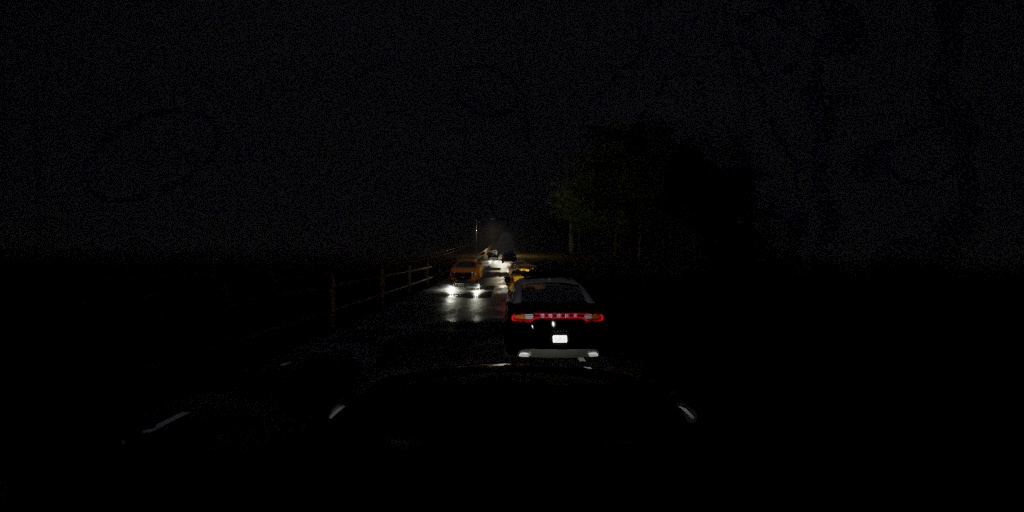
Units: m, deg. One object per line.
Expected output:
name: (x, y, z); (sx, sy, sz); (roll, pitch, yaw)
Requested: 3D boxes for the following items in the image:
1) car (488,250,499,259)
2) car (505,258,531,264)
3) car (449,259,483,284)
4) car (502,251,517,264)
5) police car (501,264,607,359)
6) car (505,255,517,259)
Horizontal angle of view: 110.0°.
car: (-3.385, -0.296, 64.926); (2.128, 1.511, 4.902); (0, 3, 0)
car: (0.675, 1.071, 18.587); (1.801, 1.575, 5.366); (0, 1, -1)
car: (-3.055, 0.990, 24.595); (1.882, 1.535, 5.008); (0, 1, -1)
car: (-0.394, 0.110, 51.834); (2.097, 1.767, 4.553); (0, 2, 0)
police car: (0.768, 1.149, 8.510); (1.930, 1.638, 5.238); (0, 0, -1)
car: (0.619, 0.968, 24.586); (1.801, 1.575, 5.366); (0, 1, -1)
